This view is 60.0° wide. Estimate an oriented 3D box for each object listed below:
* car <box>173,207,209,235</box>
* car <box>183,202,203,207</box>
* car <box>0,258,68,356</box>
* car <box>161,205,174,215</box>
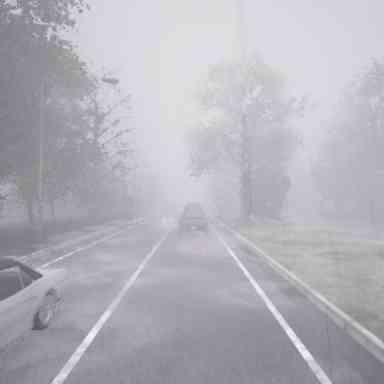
[{"bbox_3d":[0.091,1.947,21.776,2.128,1.511,4.902,0,-2,0],"label":"car"},{"bbox_3d":[0.086,2.227,40.181,2.150,2.045,5.566,0,-1,0],"label":"car"},{"bbox_3d":[-3.352,1.661,4.297,1.895,1.301,4.718,0,-1,0],"label":"car"},{"bbox_3d":[-3.331,2.654,48.026,2.128,1.511,4.902,0,-4,0],"label":"car"}]
